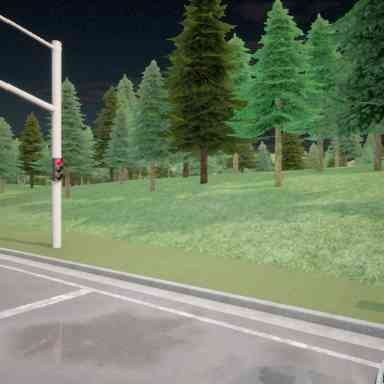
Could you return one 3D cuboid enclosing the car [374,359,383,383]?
[{"bbox_3d":[3.388,1.352,1.571,4.553,1.767,2.097,0,0,36],"label":"car"}]
